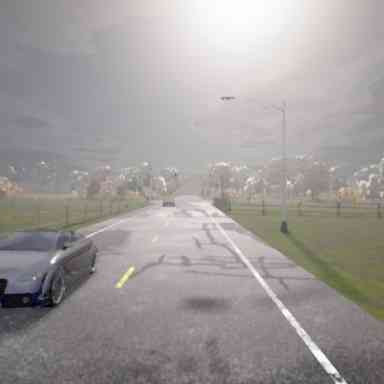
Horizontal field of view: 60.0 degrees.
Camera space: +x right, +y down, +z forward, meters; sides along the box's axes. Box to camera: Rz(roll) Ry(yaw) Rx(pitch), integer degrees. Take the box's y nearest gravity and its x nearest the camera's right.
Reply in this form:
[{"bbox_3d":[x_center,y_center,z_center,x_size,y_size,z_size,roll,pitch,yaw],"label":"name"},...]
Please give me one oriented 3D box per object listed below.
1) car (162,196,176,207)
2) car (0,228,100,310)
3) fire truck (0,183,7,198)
[{"bbox_3d":[-3.554,1.479,51.631,1.837,1.490,4.892,0,0,0],"label":"car"},{"bbox_3d":[-3.599,1.558,7.747,1.994,1.385,4.181,0,0,0],"label":"car"},{"bbox_3d":[-47.953,-0.397,77.714,8.468,3.827,2.891,1,-1,3],"label":"fire truck"}]
